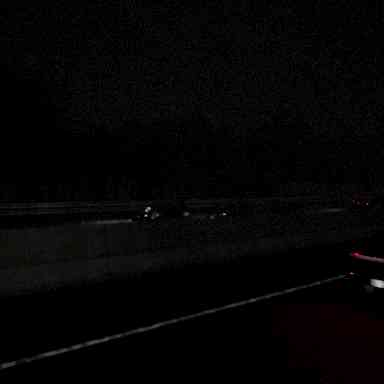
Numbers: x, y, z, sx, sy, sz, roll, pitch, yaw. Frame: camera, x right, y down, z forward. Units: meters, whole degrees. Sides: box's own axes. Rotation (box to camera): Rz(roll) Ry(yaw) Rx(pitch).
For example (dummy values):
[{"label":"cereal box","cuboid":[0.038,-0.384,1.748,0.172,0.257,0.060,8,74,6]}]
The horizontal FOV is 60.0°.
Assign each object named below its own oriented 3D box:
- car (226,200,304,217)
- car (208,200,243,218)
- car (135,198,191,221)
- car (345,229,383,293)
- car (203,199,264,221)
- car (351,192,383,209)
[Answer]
[{"label":"car","cuboid":[4.718,1.451,20.137,5.008,1.535,1.882,0,0,-35]},{"label":"car","cuboid":[3.386,1.460,23.476,4.902,1.511,2.128,0,0,-35]},{"label":"car","cuboid":[-2.370,1.332,27.111,4.553,1.767,2.097,0,0,-38]},{"label":"car","cuboid":[5.456,1.487,7.579,4.902,1.511,2.128,0,0,-35]},{"label":"car","cuboid":[3.512,1.447,27.722,4.902,1.511,2.128,0,0,-35]},{"label":"car","cuboid":[21.814,0.966,40.625,5.566,2.045,2.150,-1,0,-35]}]
